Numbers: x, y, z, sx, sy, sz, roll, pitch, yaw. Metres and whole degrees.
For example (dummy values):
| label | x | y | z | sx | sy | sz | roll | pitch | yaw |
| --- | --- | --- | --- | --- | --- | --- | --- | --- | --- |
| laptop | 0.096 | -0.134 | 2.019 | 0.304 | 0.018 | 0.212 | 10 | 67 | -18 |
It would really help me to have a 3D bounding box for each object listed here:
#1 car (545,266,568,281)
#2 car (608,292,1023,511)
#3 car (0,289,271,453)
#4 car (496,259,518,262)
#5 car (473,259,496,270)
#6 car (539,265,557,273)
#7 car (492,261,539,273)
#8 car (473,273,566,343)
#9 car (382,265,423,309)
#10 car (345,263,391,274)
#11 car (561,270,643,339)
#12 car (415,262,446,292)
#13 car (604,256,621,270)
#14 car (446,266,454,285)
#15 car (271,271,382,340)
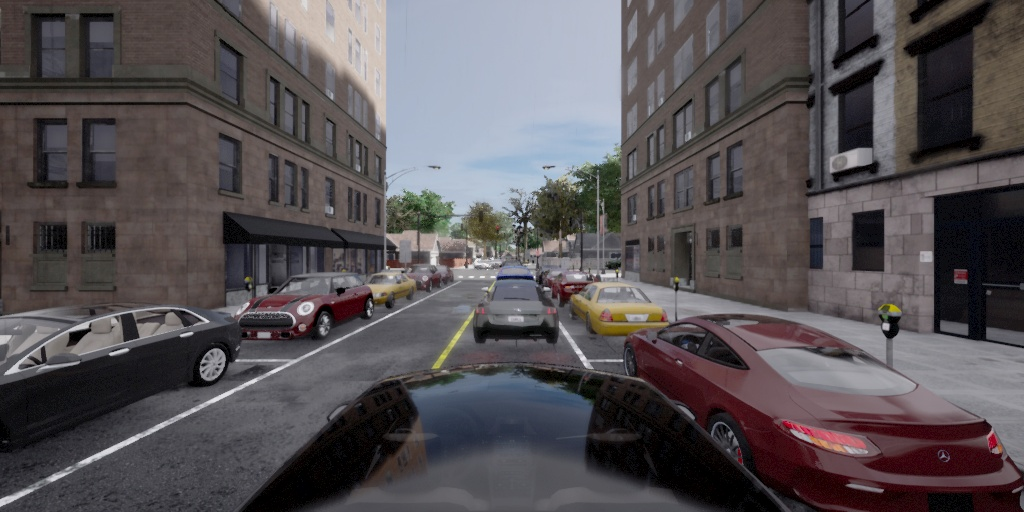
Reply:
| label | x | y | z | sx | sy | sz | roll | pitch | yaw |
| --- | --- | --- | --- | --- | --- | --- | --- | --- | --- |
| car | 2.671 | 1.300 | 15.262 | 1.888 | 1.381 | 4.507 | 0 | 0 | 0 |
| car | 2.641 | 1.332 | 4.225 | 1.802 | 1.307 | 4.207 | 0 | 0 | 0 |
| car | -5.384 | 1.301 | 4.243 | 2.007 | 1.370 | 4.403 | 0 | 0 | 0 |
| car | 0.069 | 1.114 | 27.878 | 2.097 | 1.767 | 4.553 | 0 | 0 | 0 |
| car | -4.177 | 1.315 | 54.513 | 1.812 | 1.442 | 4.674 | 0 | 0 | 20 |
| car | 2.685 | 1.340 | 20.780 | 1.802 | 1.307 | 4.207 | 0 | 0 | 0 |
| car | 0.122 | 1.234 | 18.653 | 1.882 | 1.535 | 5.008 | 0 | 0 | -1 |
| car | 0.110 | 1.316 | 9.660 | 1.994 | 1.385 | 4.181 | 0 | 0 | 1 |
| car | -5.355 | 1.280 | 15.111 | 1.751 | 1.417 | 4.829 | 0 | 0 | 0 |
| car | -17.091 | 1.466 | 42.640 | 4.718 | 1.301 | 1.895 | 0 | 0 | -2 |
| car | 2.656 | 1.277 | 9.914 | 1.751 | 1.417 | 4.829 | 0 | 0 | 0 |
| car | -5.340 | 1.197 | 20.800 | 1.967 | 1.591 | 4.097 | 0 | 0 | 0 |
| car | 15.607 | 0.894 | 49.239 | 5.566 | 2.045 | 2.150 | 0 | 0 | 0 |
| car | -5.325 | 1.343 | 26.319 | 1.802 | 1.307 | 4.207 | 0 | 0 | 0 |
| car | -5.369 | 1.192 | 9.762 | 1.967 | 1.591 | 4.097 | 0 | 0 | 0 |
